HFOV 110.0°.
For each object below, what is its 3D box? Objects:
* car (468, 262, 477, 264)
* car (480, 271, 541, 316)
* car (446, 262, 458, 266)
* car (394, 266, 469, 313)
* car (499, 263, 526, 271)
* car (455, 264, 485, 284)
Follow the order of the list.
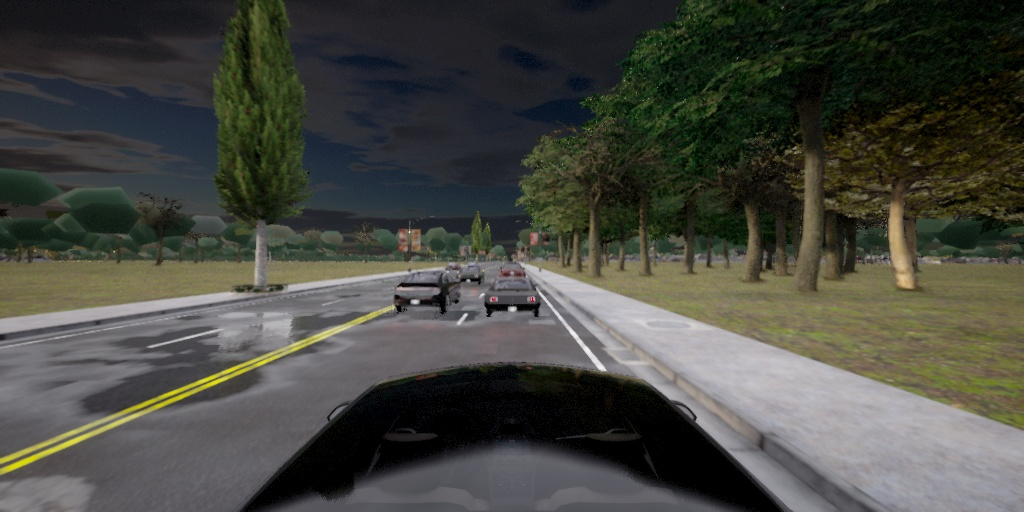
[{"bbox_3d":[-6.567,1.764,59.564,1.812,1.442,4.674,0,-1,0],"label":"car"},{"bbox_3d":[0.038,1.441,13.752,1.895,1.301,4.718,0,0,0],"label":"car"},{"bbox_3d":[-9.817,1.764,59.562,1.812,1.442,4.674,0,-1,0],"label":"car"},{"bbox_3d":[-3.207,1.336,14.366,2.128,1.511,4.902,0,0,0],"label":"car"},{"bbox_3d":[0.039,1.318,29.299,2.097,1.767,4.553,0,-1,0],"label":"car"},{"bbox_3d":[-3.216,1.563,28.753,1.895,1.301,4.718,0,0,0],"label":"car"}]
